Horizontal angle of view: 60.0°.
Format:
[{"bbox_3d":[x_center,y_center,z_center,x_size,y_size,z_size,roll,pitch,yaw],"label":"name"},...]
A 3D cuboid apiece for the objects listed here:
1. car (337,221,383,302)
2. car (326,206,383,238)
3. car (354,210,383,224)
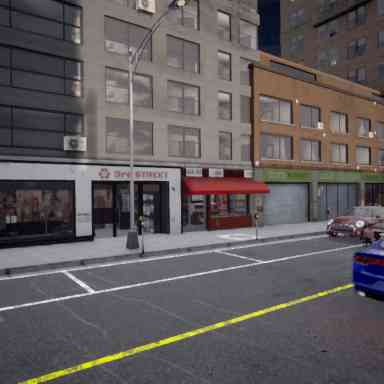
[{"bbox_3d":[5.479,1.475,7.220,5.008,1.535,1.882,0,0,-35],"label":"car"},{"bbox_3d":[8.456,1.435,16.440,4.097,1.590,1.967,0,-1,-35],"label":"car"},{"bbox_3d":[8.732,1.560,13.469,4.181,1.385,1.994,0,0,-35],"label":"car"}]
